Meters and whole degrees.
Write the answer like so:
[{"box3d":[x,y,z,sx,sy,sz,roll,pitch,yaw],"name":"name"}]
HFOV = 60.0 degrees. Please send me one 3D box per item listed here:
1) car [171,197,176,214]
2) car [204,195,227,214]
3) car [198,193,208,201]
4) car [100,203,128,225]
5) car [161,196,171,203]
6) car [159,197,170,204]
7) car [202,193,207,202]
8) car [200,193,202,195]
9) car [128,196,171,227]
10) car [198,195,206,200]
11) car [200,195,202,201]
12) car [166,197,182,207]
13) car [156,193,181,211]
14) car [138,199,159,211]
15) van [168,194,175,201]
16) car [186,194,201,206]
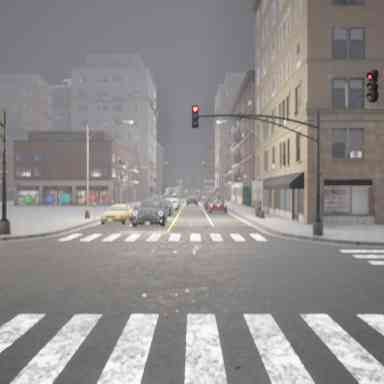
[{"box3d":[-2.808,1.495,31.872,1.837,1.490,4.892,0,0,0],"name":"car"},{"box3d":[2.673,1.429,35.681,1.967,1.590,4.097,0,0,0],"name":"car"},{"box3d":[2.719,1.295,80.976,2.192,1.841,5.009,0,0,0],"name":"car"},{"box3d":[-5.364,1.518,24.196,1.752,1.417,4.829,0,0,0],"name":"car"},{"box3d":[-5.318,1.507,69.491,1.752,1.417,4.829,0,0,0],"name":"car"},{"box3d":[-5.324,1.565,64.000,1.802,1.307,4.206,0,0,0],"name":"car"},{"box3d":[2.679,1.303,41.343,2.192,1.841,5.009,0,0,0],"name":"car"},{"box3d":[2.707,1.532,69.653,2.008,1.369,4.403,0,0,0],"name":"car"},{"box3d":[-2.780,1.345,22.685,2.097,1.767,4.553,0,0,-1],"name":"car"},{"box3d":[2.730,1.544,92.300,1.947,1.339,4.313,0,0,0],"name":"car"},{"box3d":[2.690,1.510,52.837,1.752,1.417,4.829,0,0,0],"name":"car"},{"box3d":[-2.753,1.532,52.103,2.033,1.411,5.357,0,0,1],"name":"car"},{"box3d":[-2.764,1.210,41.684,2.150,2.045,5.566,0,0,0],"name":"car"},{"box3d":[-5.347,1.539,41.352,2.008,1.369,4.403,0,0,0],"name":"car"},{"box3d":[-5.301,1.320,86.647,1.690,1.788,3.998,0,0,0],"name":"van"},{"box3d":[0.055,1.490,54.302,1.837,1.490,4.892,0,0,0],"name":"car"}]
